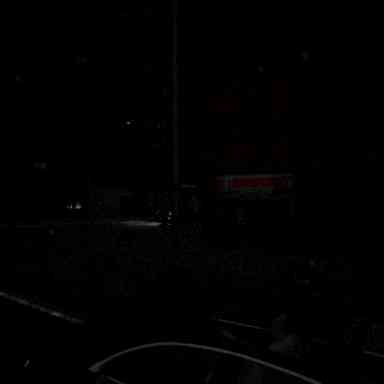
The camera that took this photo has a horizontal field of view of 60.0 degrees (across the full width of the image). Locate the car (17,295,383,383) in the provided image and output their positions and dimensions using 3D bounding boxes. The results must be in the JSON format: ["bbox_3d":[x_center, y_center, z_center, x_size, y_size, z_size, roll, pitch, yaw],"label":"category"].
[{"bbox_3d":[0.372,1.550,2.551,4.403,1.369,2.008,0,0,35],"label":"car"}]

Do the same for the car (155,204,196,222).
[{"bbox_3d":[-1.529,1.993,32.634,2.097,1.767,4.553,0,-2,36],"label":"car"}]
